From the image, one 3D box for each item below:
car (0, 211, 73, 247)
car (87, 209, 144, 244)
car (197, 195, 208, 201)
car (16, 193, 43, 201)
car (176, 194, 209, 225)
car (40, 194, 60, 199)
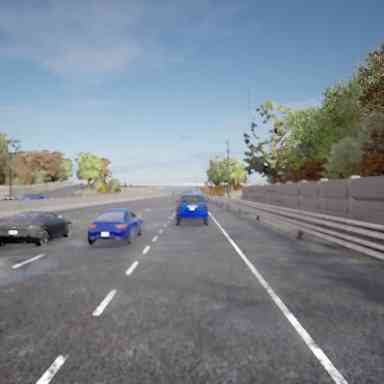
[{"bbox_3d":[-6.889,1.520,14.820,1.994,1.385,4.181,0,0,0],"label":"car"},{"bbox_3d":[-3.394,1.481,15.295,1.812,1.442,4.674,0,0,0],"label":"car"},{"bbox_3d":[2.906,1.550,88.309,1.837,1.490,4.892,0,-1,14],"label":"car"},{"bbox_3d":[-24.517,1.129,50.771,2.150,2.045,5.566,0,0,1],"label":"car"},{"bbox_3d":[0.012,1.158,23.910,2.150,2.045,5.566,0,0,0],"label":"car"},{"bbox_3d":[-21.021,1.471,50.969,1.994,1.385,4.181,0,0,1],"label":"car"}]
